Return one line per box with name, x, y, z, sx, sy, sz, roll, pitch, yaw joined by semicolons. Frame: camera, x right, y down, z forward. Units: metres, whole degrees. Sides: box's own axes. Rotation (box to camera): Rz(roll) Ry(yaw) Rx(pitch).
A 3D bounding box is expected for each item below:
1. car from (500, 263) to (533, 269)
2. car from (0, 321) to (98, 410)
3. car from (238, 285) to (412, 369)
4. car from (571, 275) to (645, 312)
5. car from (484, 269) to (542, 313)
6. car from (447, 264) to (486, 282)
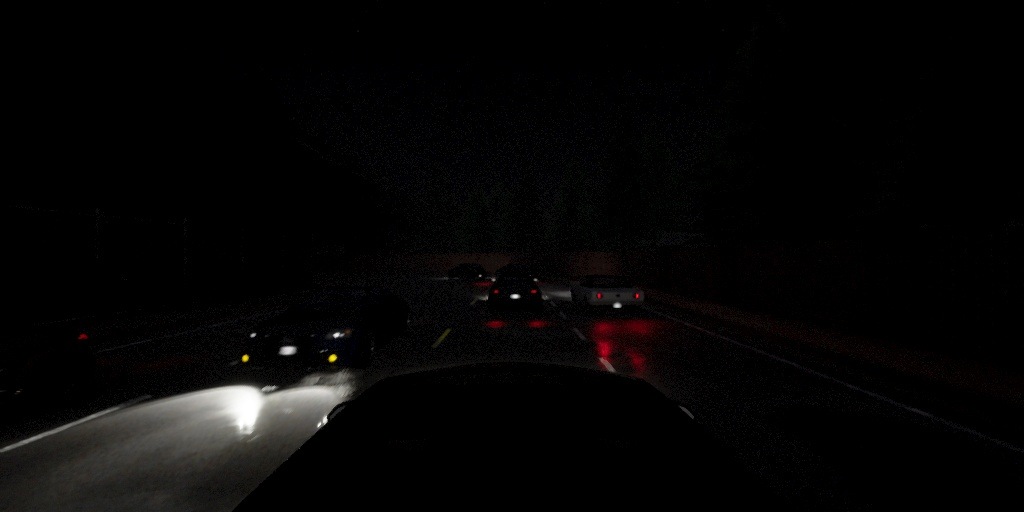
car;0.206;1.410;32.006;1.837;1.490;4.892;2;-1;-30
car;-7.105;1.323;3.480;1.994;1.385;4.181;0;0;0
car;-3.608;1.345;7.771;1.994;1.385;4.181;0;0;0
car;3.610;1.416;14.509;1.895;1.301;4.718;0;0;0
car;0.107;1.379;14.393;1.994;1.385;4.181;0;0;0
car;-4.063;1.408;31.766;1.837;1.490;4.892;2;-1;-36
